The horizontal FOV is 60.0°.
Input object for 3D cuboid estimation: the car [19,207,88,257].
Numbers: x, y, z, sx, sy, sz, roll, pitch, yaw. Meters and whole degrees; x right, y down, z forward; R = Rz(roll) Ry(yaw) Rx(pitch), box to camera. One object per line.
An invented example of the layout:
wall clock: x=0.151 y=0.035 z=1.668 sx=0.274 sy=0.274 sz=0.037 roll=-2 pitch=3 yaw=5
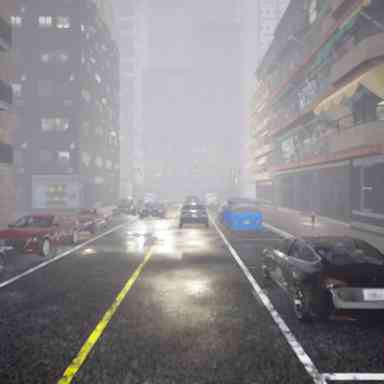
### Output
car: x=-5.700 y=1.477 z=12.584 sx=1.887 sy=1.381 sz=4.507 roll=-1 pitch=0 yaw=0

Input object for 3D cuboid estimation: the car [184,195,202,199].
car: x=0.105 y=1.137 z=40.951 sx=2.097 sy=1.767 sz=4.553 roll=0 pitch=0 yaw=0

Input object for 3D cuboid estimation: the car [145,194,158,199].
car: x=-5.697 y=1.337 z=40.593 sx=2.008 sy=1.369 sz=4.403 roll=-1 pitch=0 yaw=0

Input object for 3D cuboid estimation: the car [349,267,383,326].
car: x=2.679 y=1.537 z=1.350 sx=1.887 sy=1.381 sz=4.507 roll=-1 pitch=0 yaw=0

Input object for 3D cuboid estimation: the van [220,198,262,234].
van: x=2.678 y=1.244 z=18.155 sx=1.690 sy=1.788 sz=3.998 roll=-1 pitch=0 yaw=0

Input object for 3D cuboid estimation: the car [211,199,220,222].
car: x=2.682 y=1.424 z=23.758 sx=2.008 sy=1.369 sz=4.403 roll=-1 pitch=0 yaw=0

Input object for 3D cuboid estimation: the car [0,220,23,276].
car: x=-5.700 y=1.528 z=6.982 sx=1.947 sy=1.339 sz=4.313 roll=-1 pitch=0 yaw=0

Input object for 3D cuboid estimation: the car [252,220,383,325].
car: x=2.680 y=1.528 z=6.952 sx=1.947 sy=1.339 sz=4.313 roll=-1 pitch=0 yaw=0

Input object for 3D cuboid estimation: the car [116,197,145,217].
car: x=-5.699 y=1.284 z=29.389 sx=1.967 sy=1.590 sz=4.097 roll=-1 pitch=0 yaw=0

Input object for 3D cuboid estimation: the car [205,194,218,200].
car: x=2.684 y=1.311 z=40.733 sx=1.752 sy=1.417 sz=4.829 roll=-1 pitch=0 yaw=0

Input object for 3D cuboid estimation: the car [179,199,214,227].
car: x=0.103 y=1.431 z=21.688 sx=2.033 sy=1.411 sz=5.357 roll=0 pitch=0 yaw=0

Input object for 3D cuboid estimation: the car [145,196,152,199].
car: x=-5.697 y=1.381 z=34.991 sx=1.947 sy=1.339 sz=4.313 roll=-1 pitch=0 yaw=0

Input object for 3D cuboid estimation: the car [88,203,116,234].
car: x=-5.698 y=1.485 z=18.186 sx=1.802 sy=1.307 sz=4.206 roll=-1 pitch=0 yaw=0

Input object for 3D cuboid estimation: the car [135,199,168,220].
car: x=-3.057 y=1.459 z=26.770 sx=1.895 sy=1.301 sz=4.718 roll=0 pitch=0 yaw=0
